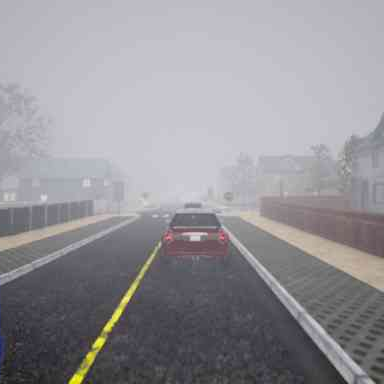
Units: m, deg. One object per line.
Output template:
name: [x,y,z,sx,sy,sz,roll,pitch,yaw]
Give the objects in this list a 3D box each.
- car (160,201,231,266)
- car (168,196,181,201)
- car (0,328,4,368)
car: [0.097,1.356,11.701,2.097,1.767,4.553,0,0,0]
car: [-3.956,1.940,81.953,1.994,1.385,4.181,0,-1,-10]
car: [-2.851,1.220,0.863,2.150,2.045,5.566,0,0,0]
